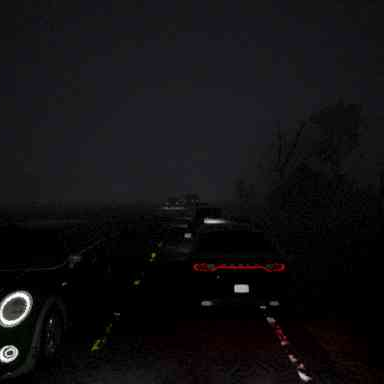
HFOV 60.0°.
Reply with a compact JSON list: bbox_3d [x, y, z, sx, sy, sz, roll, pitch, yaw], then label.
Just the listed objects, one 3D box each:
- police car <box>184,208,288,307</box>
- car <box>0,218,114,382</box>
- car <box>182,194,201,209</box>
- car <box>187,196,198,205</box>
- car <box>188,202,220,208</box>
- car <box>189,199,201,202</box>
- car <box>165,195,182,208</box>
[{"bbox_3d":[0.837,1.422,8.186,1.930,1.638,5.238,0,0,0],"label":"police car"},{"bbox_3d":[-2.842,1.349,5.739,2.097,1.767,4.553,0,0,0],"label":"car"},{"bbox_3d":[0.099,1.231,45.969,2.150,2.045,5.566,0,0,1],"label":"car"},{"bbox_3d":[0.081,1.507,60.583,1.882,1.535,5.008,0,0,0],"label":"car"},{"bbox_3d":[0.850,1.501,18.075,1.837,1.490,4.892,0,0,0],"label":"car"},{"bbox_3d":[0.858,1.501,24.076,1.837,1.490,4.892,0,0,0],"label":"car"},{"bbox_3d":[-2.776,1.517,49.088,1.837,1.490,4.892,0,0,0],"label":"car"}]
